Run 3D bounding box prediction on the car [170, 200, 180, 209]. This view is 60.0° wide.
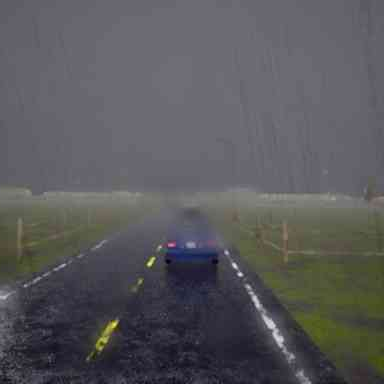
[{"bbox_3d":[-2.855,2.175,59.071,2.033,1.411,5.357,0,-1,1],"label":"car"}]

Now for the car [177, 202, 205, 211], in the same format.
[{"bbox_3d":[-0.004,1.806,28.504,1.837,1.490,4.892,0,0,0],"label":"car"}]

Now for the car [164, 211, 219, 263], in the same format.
[{"bbox_3d":[-0.001,1.679,12.540,2.033,1.411,5.357,0,-1,0],"label":"car"}]
